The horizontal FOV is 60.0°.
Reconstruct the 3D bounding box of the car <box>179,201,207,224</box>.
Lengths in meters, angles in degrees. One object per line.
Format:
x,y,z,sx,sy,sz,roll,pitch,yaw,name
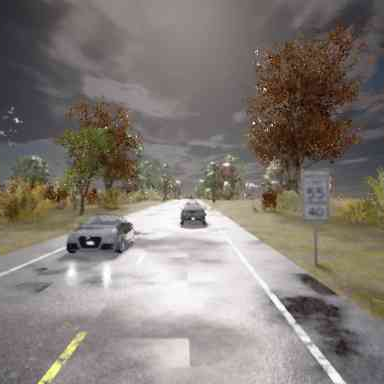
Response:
0.091,1.612,25.593,1.837,1.490,4.892,0,0,0,car

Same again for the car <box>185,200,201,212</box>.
0.101,1.770,42.499,1.994,1.385,4.181,0,0,0,car

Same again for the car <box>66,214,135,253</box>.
-3.585,1.613,13.694,1.994,1.385,4.181,0,0,0,car
